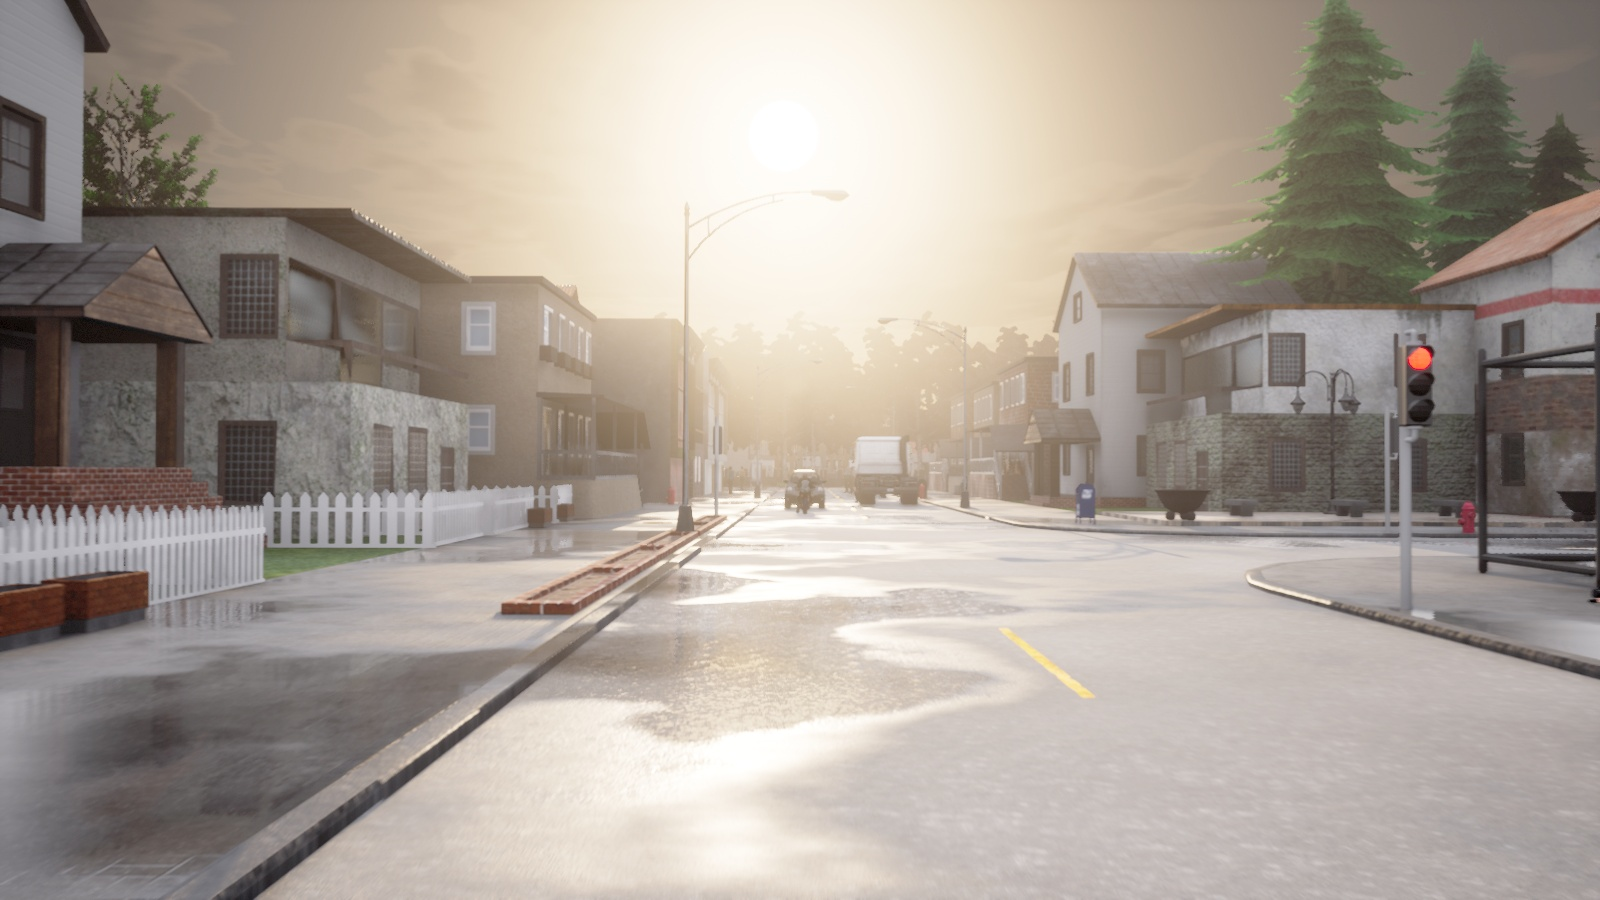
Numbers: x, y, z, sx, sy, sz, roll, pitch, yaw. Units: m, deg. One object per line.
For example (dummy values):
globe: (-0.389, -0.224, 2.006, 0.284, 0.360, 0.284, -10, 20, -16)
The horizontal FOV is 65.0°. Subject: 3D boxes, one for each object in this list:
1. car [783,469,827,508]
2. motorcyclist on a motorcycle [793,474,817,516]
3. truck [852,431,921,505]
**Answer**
car: (0.211, 1.642, 54.208, 1.851, 1.617, 3.988, 0, -1, 0)
motorcyclist on a motorcycle: (0.188, 1.653, 46.809, 0.866, 1.530, 2.191, 0, -1, 0)
truck: (4.242, 0.898, 63.029, 2.891, 3.462, 7.936, 0, -1, 0)
